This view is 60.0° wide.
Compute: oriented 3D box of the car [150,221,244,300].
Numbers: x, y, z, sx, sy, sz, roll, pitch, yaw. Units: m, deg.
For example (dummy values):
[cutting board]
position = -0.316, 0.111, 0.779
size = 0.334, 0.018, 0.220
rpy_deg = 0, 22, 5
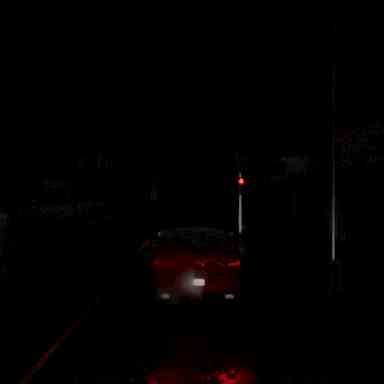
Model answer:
[car]
position = 0.100, 1.473, 8.450
size = 1.882, 1.535, 5.008
rpy_deg = 0, 0, 0
